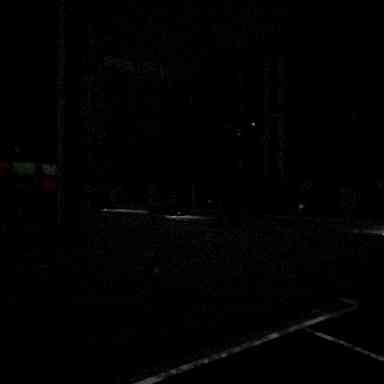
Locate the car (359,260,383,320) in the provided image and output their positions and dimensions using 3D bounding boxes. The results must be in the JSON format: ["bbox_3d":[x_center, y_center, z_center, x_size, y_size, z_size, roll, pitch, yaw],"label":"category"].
[{"bbox_3d":[4.969,1.616,6.361,4.313,1.339,1.947,0,0,-36],"label":"car"}]

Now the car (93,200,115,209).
[{"bbox_3d":[-13.276,1.923,50.356,1.895,1.301,4.718,0,0,-36],"label":"car"}]

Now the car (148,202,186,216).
[{"bbox_3d":[-2.787,1.748,35.485,2.033,1.411,5.357,0,0,-35],"label":"car"}]
